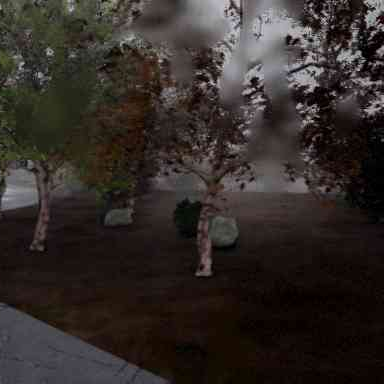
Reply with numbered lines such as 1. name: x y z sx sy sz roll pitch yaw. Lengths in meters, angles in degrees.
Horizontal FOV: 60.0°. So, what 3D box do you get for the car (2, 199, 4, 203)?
1. car: -15.525 0.419 23.716 1.812 1.442 4.674 5 4 3
